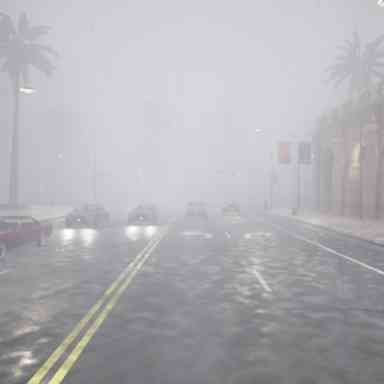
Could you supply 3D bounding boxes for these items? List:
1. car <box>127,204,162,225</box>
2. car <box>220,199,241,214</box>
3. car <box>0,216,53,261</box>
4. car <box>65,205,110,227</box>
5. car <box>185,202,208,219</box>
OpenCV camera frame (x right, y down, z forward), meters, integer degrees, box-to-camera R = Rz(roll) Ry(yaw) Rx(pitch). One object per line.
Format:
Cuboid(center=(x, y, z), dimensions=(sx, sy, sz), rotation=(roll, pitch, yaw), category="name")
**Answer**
Cuboid(center=(-3.331, 1.546, 23.904), dimensions=(1.994, 1.385, 4.181), rotation=(0, 0, 1), category="car")
Cuboid(center=(3.970, 1.499, 34.847), dimensions=(1.812, 1.442, 4.674), rotation=(0, 0, 2), category="car")
Cuboid(center=(-7.043, 1.592, 12.357), dimensions=(1.895, 1.301, 4.718), rotation=(0, 0, 0), category="car")
Cuboid(center=(-6.909, 1.547, 22.331), dimensions=(1.994, 1.385, 4.181), rotation=(0, 0, 1), category="car")
Cuboid(center=(0.353, 1.526, 28.513), dimensions=(2.033, 1.411, 5.357), rotation=(0, 0, 1), category="car")
